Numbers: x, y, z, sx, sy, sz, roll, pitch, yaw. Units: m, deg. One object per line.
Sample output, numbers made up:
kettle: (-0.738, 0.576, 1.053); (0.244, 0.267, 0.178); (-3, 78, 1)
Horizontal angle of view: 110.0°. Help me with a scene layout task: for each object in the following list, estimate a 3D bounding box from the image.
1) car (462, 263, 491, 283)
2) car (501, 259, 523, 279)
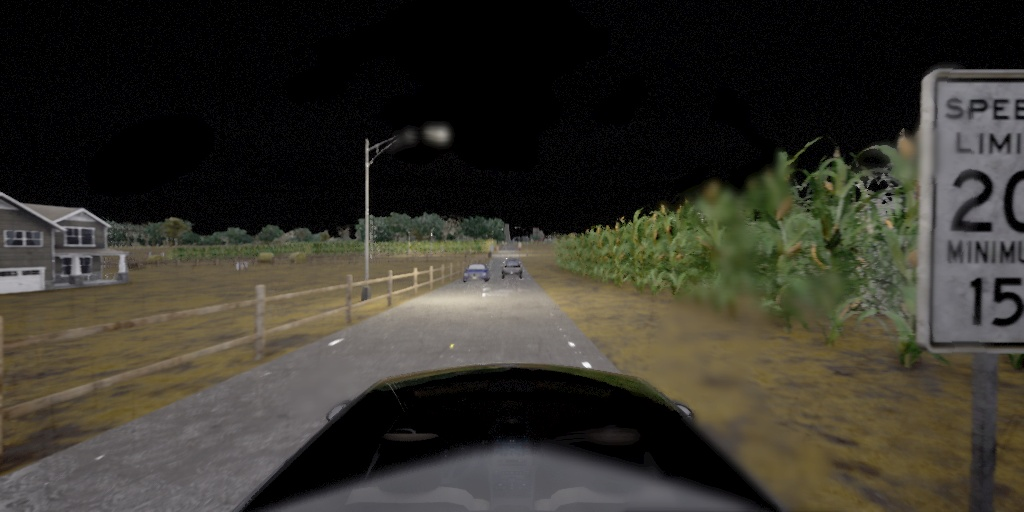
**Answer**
car: (-2.755, 1.332, 28.654); (1.812, 1.442, 4.674); (0, 0, 0)
car: (0.002, 1.224, 32.891); (2.128, 1.511, 4.902); (0, 1, 0)
